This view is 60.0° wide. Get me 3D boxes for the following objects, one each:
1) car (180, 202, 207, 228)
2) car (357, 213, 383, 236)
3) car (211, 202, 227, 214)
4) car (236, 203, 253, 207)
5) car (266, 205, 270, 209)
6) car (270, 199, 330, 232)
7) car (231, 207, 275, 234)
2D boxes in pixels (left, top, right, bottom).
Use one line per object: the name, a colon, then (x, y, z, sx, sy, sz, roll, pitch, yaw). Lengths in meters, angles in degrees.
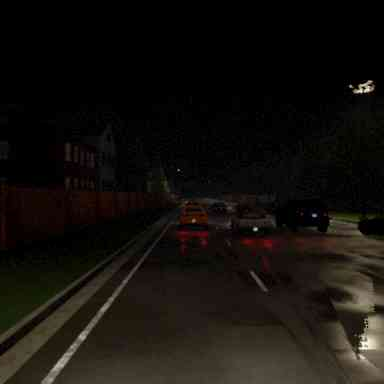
car: (0.103, 1.759, 24.444, 1.882, 1.535, 5.008, 0, 0, 0)
car: (10.602, 1.745, 17.053, 2.033, 1.411, 5.357, 0, -1, 0)
car: (3.527, 2.045, 43.259, 2.033, 1.411, 5.357, 0, -1, 1)
car: (7.049, 2.117, 44.873, 1.895, 1.301, 4.718, 0, -1, 1)
car: (10.513, 2.022, 41.202, 2.033, 1.411, 5.357, 0, -1, 0)
car: (7.102, 1.477, 21.968, 2.150, 2.045, 5.566, 0, 0, 0)
car: (3.603, 1.844, 21.078, 1.895, 1.301, 4.718, 0, -1, 0)
